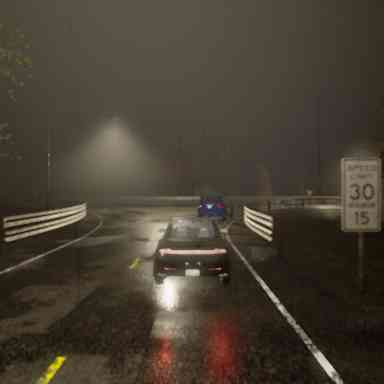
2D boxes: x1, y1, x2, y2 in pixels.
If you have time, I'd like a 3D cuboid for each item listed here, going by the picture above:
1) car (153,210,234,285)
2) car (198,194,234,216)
[{"bbox_3d":[0.033,1.484,9.429,2.128,1.511,4.902,0,0,0],"label":"car"},{"bbox_3d":[2.015,1.197,27.049,2.150,2.045,5.566,0,0,16],"label":"car"}]
